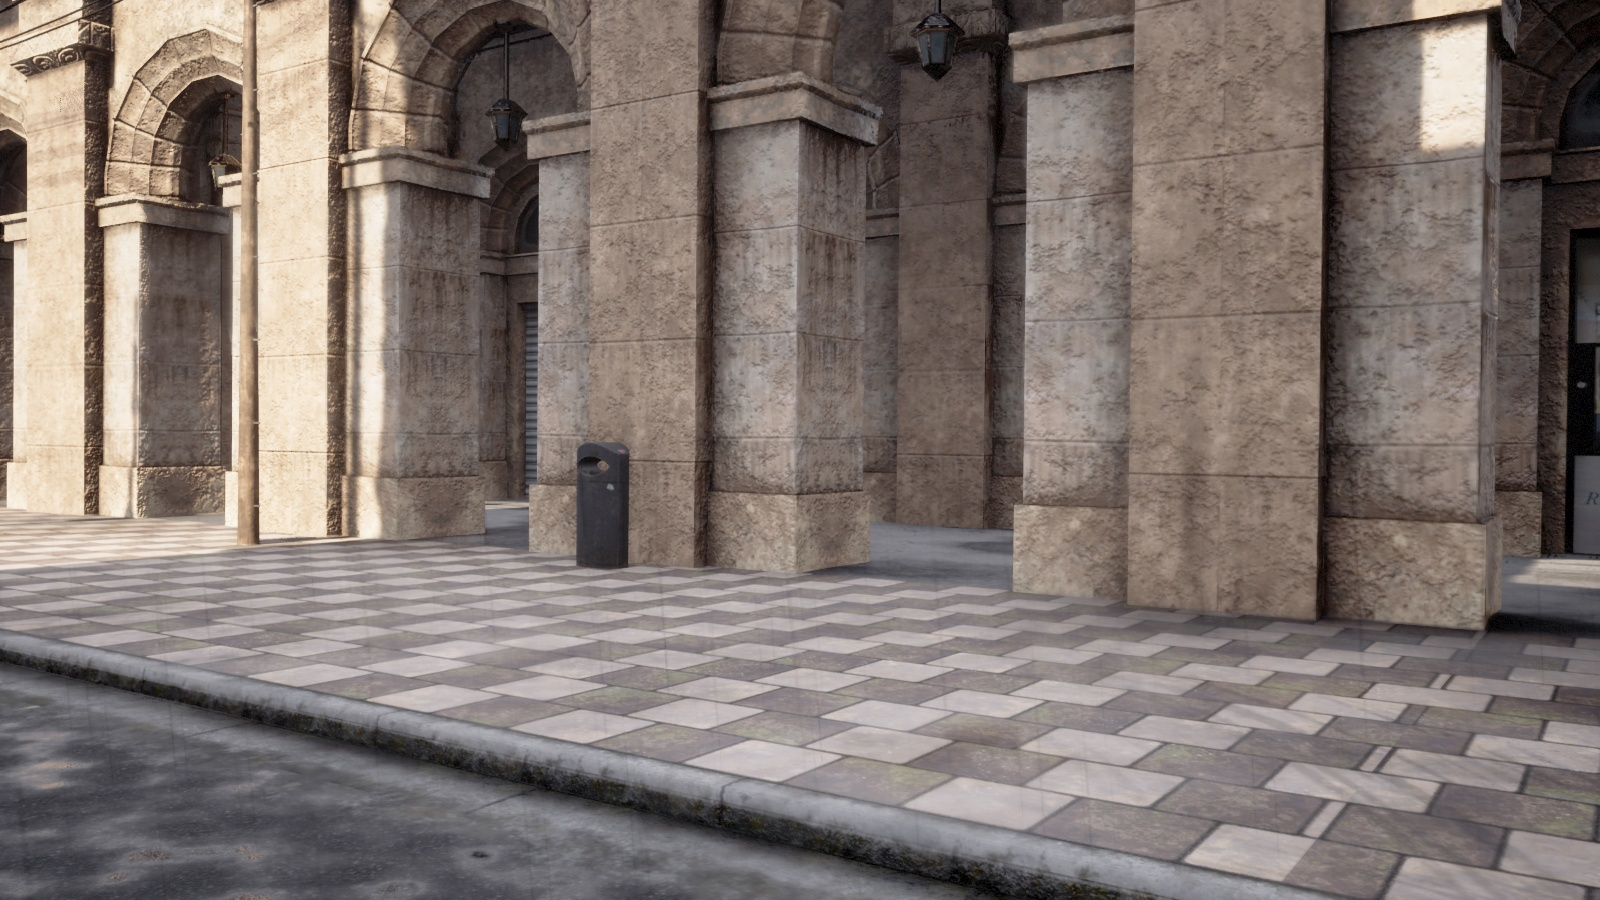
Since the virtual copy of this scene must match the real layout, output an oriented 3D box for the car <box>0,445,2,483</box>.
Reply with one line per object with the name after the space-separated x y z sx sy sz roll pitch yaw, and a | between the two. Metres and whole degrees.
-30.009 0.524 42.477 1.895 1.301 4.718 0 1 34 | car
